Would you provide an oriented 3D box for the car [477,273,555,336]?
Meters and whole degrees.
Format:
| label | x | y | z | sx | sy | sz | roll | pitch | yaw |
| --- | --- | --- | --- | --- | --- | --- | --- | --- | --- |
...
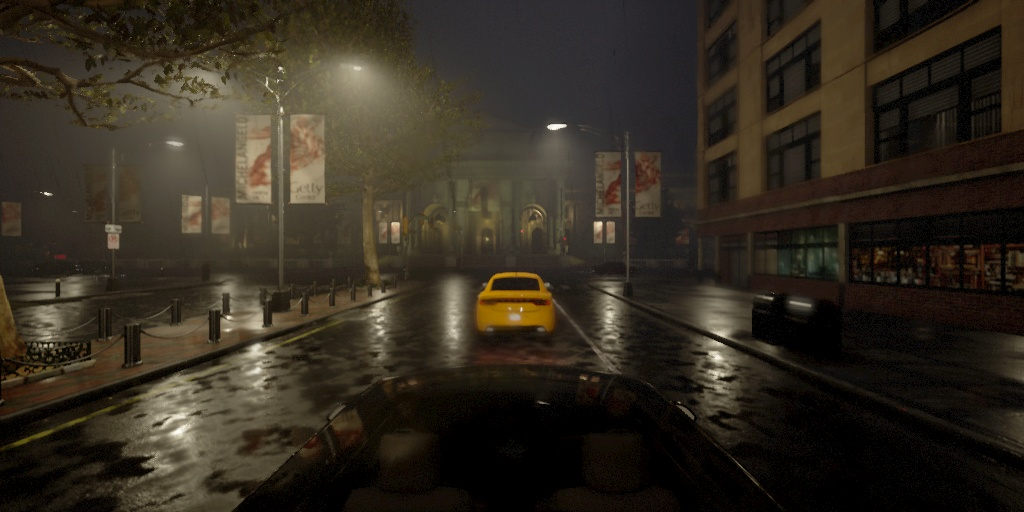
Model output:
| label | x | y | z | sx | sy | sz | roll | pitch | yaw |
| --- | --- | --- | --- | --- | --- | --- | --- | --- | --- |
| car | 0.122 | 1.218 | 10.430 | 1.882 | 1.535 | 5.008 | 0 | 0 | 1 |

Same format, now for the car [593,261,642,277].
| label | x | y | z | sx | sy | sz | roll | pitch | yaw |
| --- | --- | --- | --- | --- | --- | --- | --- | --- | --- |
| car | 10.072 | 1.240 | 34.308 | 4.674 | 1.442 | 1.812 | 0 | -1 | -6 |

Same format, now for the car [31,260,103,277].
| label | x | y | z | sx | sy | sz | roll | pitch | yaw |
| --- | --- | --- | --- | --- | --- | --- | --- | --- | --- |
| car | -43.615 | 1.219 | 34.944 | 4.892 | 1.490 | 1.837 | 0 | 0 | 0 |

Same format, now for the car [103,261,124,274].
| label | x | y | z | sx | sy | sz | roll | pitch | yaw |
| --- | --- | --- | --- | --- | --- | --- | --- | --- | --- |
| car | -44.713 | 1.214 | 38.466 | 4.892 | 1.490 | 1.837 | 0 | 0 | 1 |
